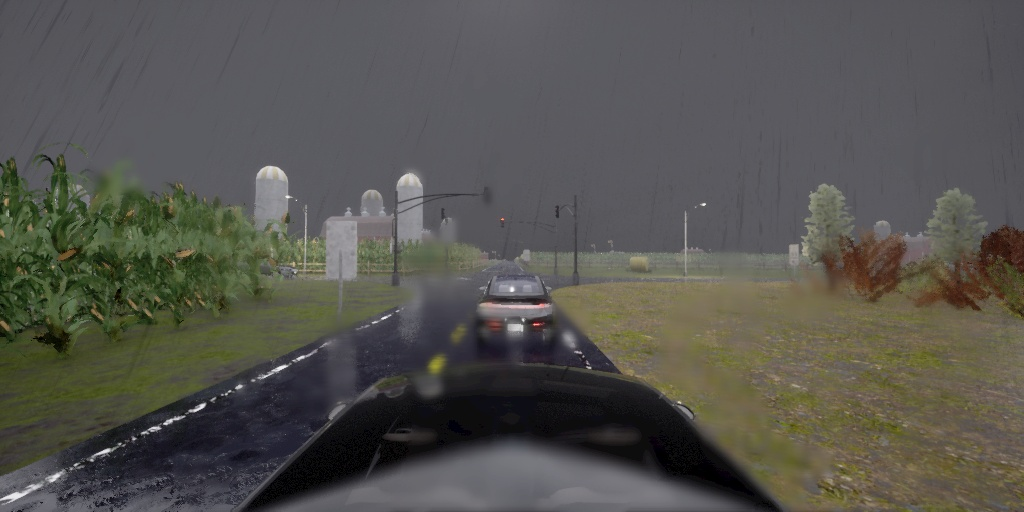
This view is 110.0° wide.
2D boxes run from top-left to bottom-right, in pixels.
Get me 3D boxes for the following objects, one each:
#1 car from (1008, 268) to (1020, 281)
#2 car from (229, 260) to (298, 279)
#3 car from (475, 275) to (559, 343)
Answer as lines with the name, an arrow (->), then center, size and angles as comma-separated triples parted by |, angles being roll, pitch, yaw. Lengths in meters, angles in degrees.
car -> 48.663, 1.719, 33.511 | 4.674, 1.442, 1.812 | 1, -1, -5
car -> -19.943, 1.059, 28.807 | 4.902, 1.511, 2.128 | 0, -1, -4
car -> 0.100, 1.245, 9.653 | 2.128, 1.511, 4.902 | 0, 0, 0
